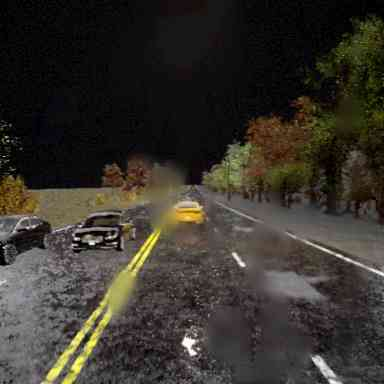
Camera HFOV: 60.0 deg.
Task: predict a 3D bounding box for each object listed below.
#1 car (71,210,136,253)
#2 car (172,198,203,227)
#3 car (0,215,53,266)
[{"bbox_3d":[-3.575,1.556,14.137,1.837,1.490,4.892,-2,0,-1],"label":"car"},{"bbox_3d":[-0.279,1.389,22.058,1.882,1.535,5.008,-2,0,0],"label":"car"},{"bbox_3d":[-6.785,1.652,12.205,2.128,1.511,4.902,-2,0,-1],"label":"car"}]
